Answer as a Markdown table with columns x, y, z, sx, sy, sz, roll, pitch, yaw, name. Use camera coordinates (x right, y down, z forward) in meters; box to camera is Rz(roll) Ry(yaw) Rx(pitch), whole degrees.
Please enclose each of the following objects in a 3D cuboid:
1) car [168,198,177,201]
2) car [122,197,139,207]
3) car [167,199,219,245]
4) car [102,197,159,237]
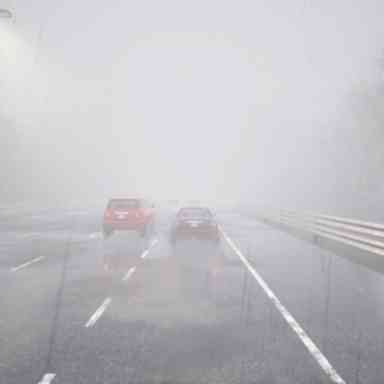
| x | y | z | sx | sy | sz | roll | pitch | yaw | name |
| --- | --- | --- | --- | --- | --- | --- | --- | --- | --- |
| -3.195 | 1.730 | 57.528 | 1.837 | 1.490 | 4.892 | 0 | -1 | 0 | car |
| -10.203 | 1.693 | 55.691 | 1.882 | 1.535 | 5.008 | 0 | 0 | 0 | car |
| 0.119 | 1.413 | 16.080 | 2.097 | 1.767 | 4.553 | 0 | 0 | 0 | car |
| -3.375 | 1.290 | 18.668 | 2.150 | 2.045 | 5.566 | 0 | 0 | 0 | car |
